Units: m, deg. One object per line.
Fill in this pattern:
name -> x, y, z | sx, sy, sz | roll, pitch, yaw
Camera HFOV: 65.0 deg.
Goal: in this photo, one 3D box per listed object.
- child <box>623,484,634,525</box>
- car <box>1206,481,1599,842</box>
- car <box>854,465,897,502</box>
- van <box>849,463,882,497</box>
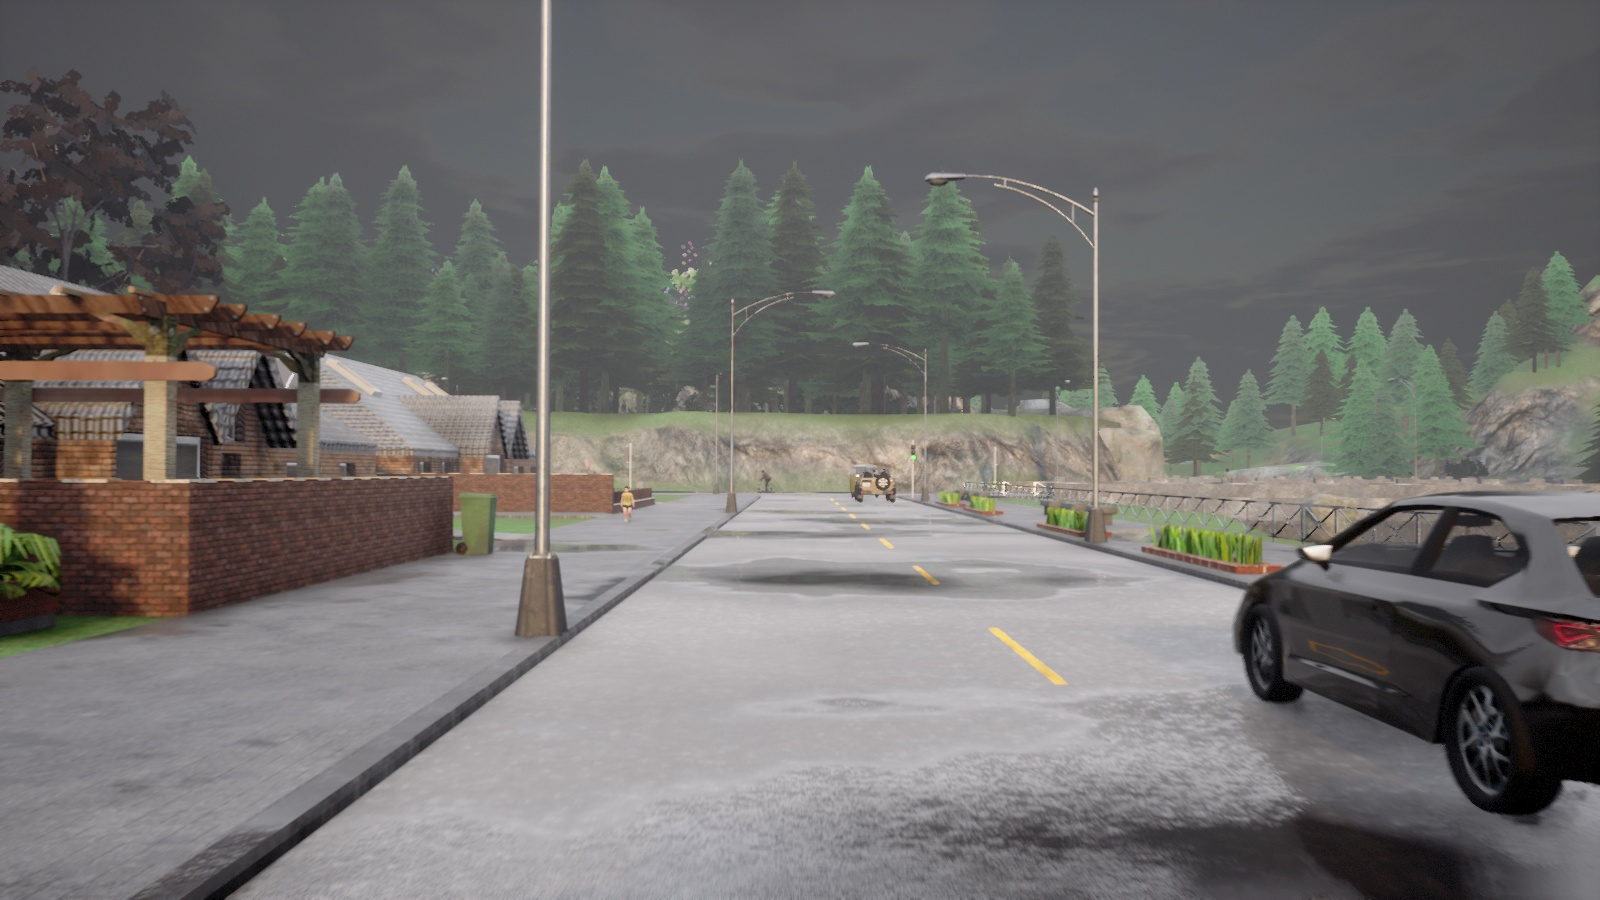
child -> -4.754, 1.506, 34.792 | 0.255, 1.110, 0.394 | 0, -1, -3
car -> 3.983, 0.936, 7.373 | 1.816, 1.474, 4.193 | 0, -1, 0
car -> 3.846, 1.701, 64.799 | 1.932, 1.855, 4.605 | 0, -1, 0
van -> 4.040, 1.834, 76.659 | 1.775, 1.987, 4.442 | -1, -1, 6
